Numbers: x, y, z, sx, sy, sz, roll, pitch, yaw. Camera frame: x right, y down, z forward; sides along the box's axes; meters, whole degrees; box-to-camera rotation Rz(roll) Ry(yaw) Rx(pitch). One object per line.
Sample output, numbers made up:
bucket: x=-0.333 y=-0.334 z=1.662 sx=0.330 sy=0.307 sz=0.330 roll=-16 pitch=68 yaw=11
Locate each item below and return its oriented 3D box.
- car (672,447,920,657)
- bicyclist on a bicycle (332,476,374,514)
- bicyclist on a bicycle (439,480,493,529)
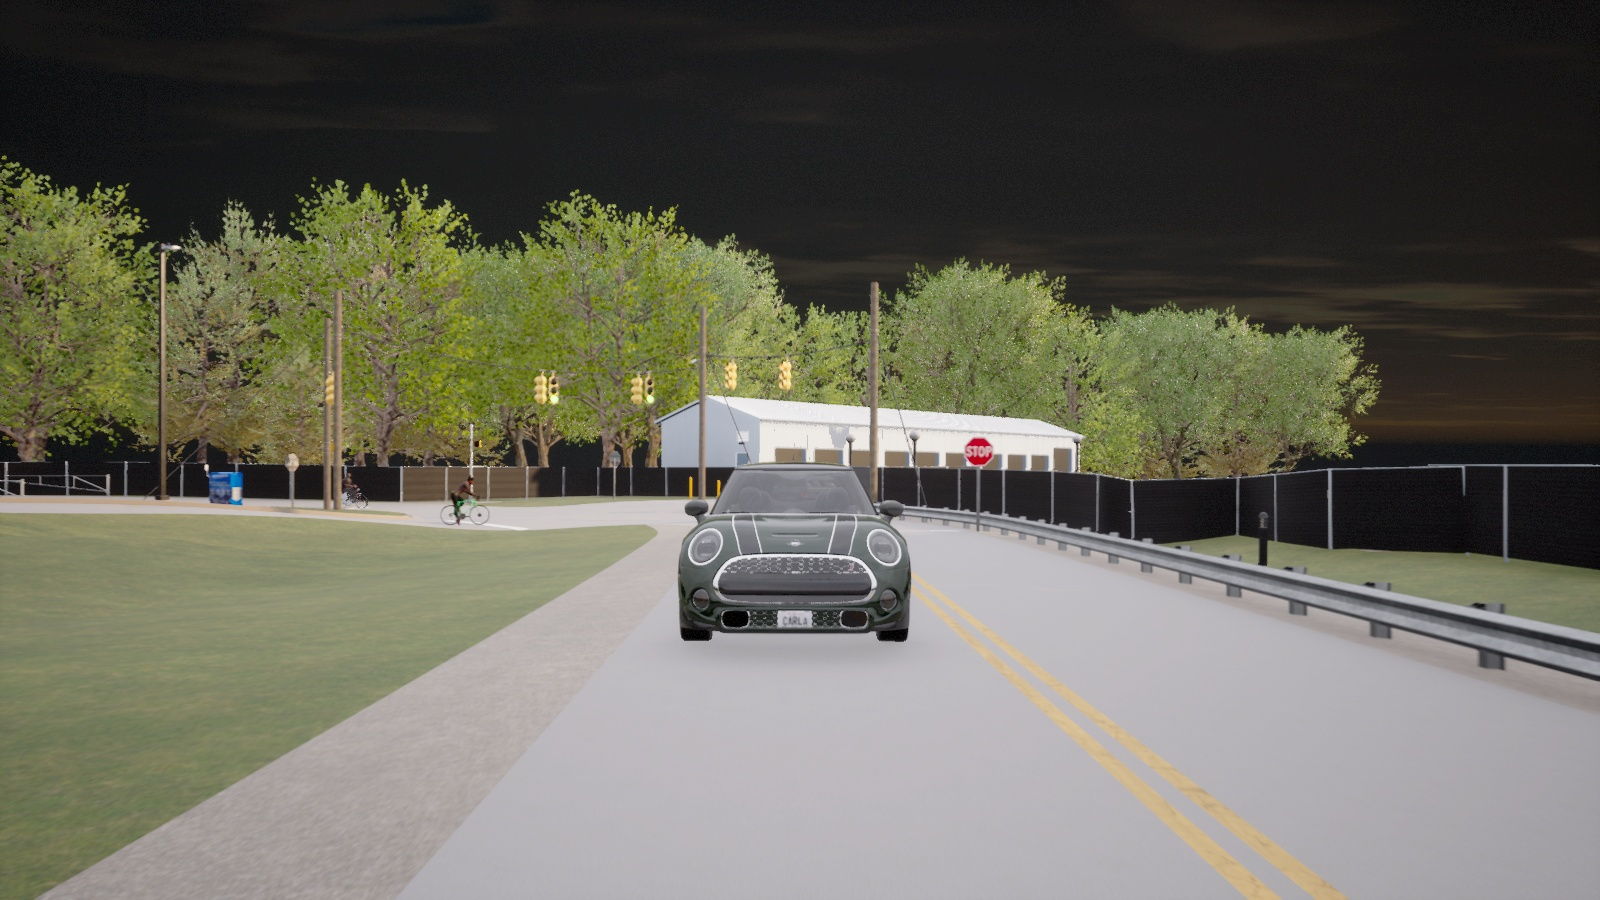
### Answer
car: x=-0.054 y=0.906 z=12.944 sx=2.097 sy=1.767 sz=4.553 roll=0 pitch=-1 yaw=-1
bicyclist on a bicycle: x=-21.254 y=2.137 z=59.751 sx=1.843 sy=1.776 sz=0.659 roll=-1 pitch=0 yaw=21
bicyclist on a bicycle: x=-11.250 y=1.820 z=42.323 sx=1.656 sy=1.620 sz=0.582 roll=1 pitch=1 yaw=-26
